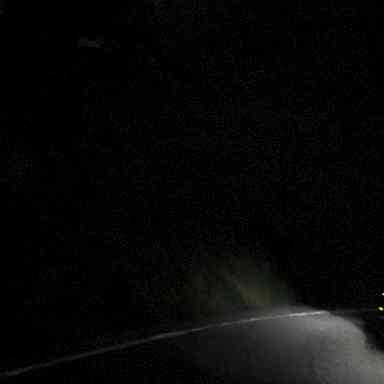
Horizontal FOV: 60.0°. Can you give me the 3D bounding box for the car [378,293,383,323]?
[{"bbox_3d":[5.696,1.872,5.742,4.892,1.490,1.837,4,-2,-13],"label":"car"}]
